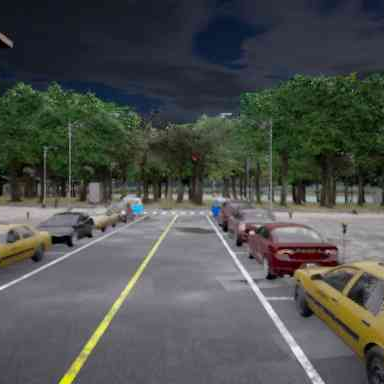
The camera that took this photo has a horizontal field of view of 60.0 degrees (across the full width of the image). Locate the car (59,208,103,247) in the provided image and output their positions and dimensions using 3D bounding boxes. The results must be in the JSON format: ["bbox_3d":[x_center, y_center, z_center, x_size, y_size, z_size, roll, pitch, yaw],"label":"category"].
[{"bbox_3d":[-5.776,1.629,15.387,1.947,1.339,4.313,0,0,0],"label":"car"}]

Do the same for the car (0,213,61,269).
[{"bbox_3d":[-5.771,1.568,9.780,1.752,1.417,4.829,0,0,0],"label":"car"}]

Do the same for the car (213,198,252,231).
[{"bbox_3d":[2.743,1.391,20.834,2.192,1.841,5.009,0,0,0],"label":"car"}]

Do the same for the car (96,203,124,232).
[{"bbox_3d":[-5.781,1.609,20.655,1.752,1.417,4.829,0,0,0],"label":"car"}]

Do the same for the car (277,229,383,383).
[{"bbox_3d":[2.760,1.540,4.690,1.752,1.417,4.829,0,0,0],"label":"car"}]

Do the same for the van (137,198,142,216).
[{"bbox_3d":[-5.792,1.468,31.701,1.690,1.788,3.998,0,0,0],"label":"van"}]

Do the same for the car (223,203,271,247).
[{"bbox_3d":[2.749,1.495,15.396,1.967,1.590,4.097,0,0,0],"label":"car"}]

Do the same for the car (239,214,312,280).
[{"bbox_3d":[2.755,1.579,9.958,1.887,1.381,4.507,0,0,0],"label":"car"}]

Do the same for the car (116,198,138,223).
[{"bbox_3d":[-5.787,1.546,26.263,1.967,1.590,4.097,0,0,0],"label":"car"}]
